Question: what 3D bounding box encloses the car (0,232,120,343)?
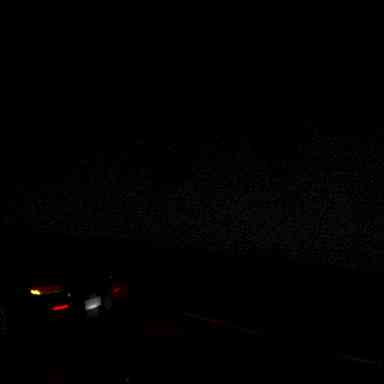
[{"bbox_3d":[-3.378,1.522,6.403,4.674,1.442,1.812,0,0,36],"label":"car"}]
